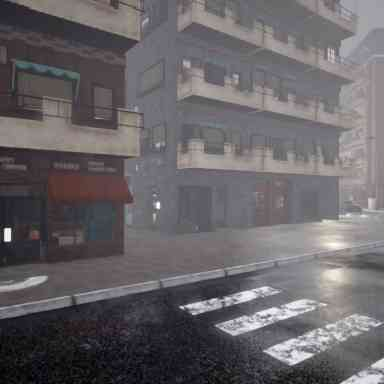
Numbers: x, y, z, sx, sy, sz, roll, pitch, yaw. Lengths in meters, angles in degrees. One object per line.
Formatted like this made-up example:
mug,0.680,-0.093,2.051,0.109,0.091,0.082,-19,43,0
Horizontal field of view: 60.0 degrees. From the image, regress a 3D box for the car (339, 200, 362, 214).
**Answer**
car,18.005,1.669,38.620,1.882,1.535,5.008,0,0,5
